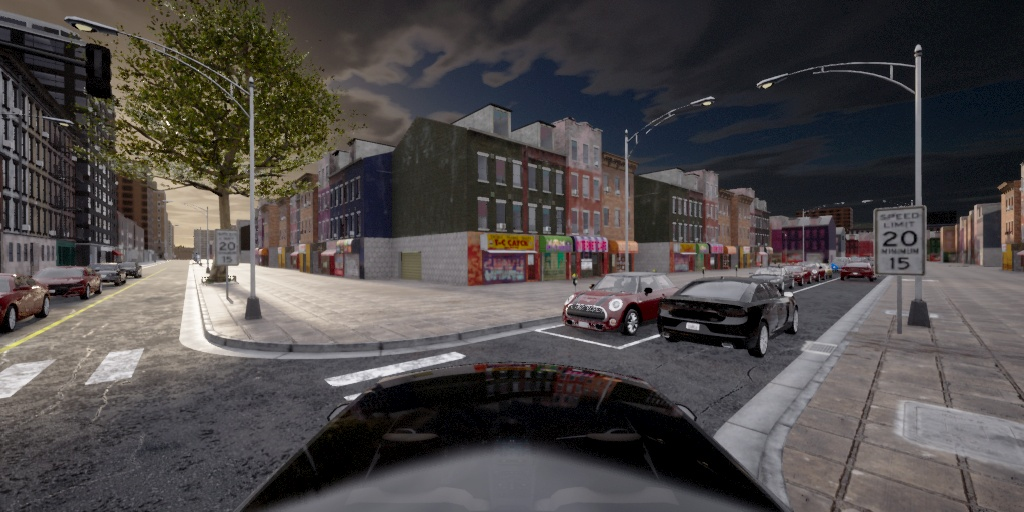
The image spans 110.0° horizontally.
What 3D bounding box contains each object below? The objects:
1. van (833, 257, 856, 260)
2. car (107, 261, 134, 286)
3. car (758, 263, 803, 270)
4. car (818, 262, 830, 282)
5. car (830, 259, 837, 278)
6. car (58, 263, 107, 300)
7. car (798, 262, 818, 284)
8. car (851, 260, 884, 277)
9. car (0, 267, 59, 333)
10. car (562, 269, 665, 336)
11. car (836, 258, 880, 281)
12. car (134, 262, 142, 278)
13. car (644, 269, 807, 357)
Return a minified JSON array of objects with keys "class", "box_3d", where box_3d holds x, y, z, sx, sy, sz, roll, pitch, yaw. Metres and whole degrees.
[{"class":"van","box_3d":[39.613,1.070,43.075,3.998,1.789,1.690,0,0,-42]},{"class":"car","box_3d":[-27.948,1.234,24.557,2.128,1.511,4.902,0,0,-42]},{"class":"car","box_3d":[15.389,1.292,21.254,4.403,1.370,2.007,0,0,-42]},{"class":"car","box_3d":[23.464,1.175,28.527,4.097,1.591,1.967,0,0,-42]},{"class":"car","box_3d":[27.375,1.258,32.051,4.829,1.417,1.751,0,0,-42]},{"class":"car","box_3d":[-21.258,1.226,17.079,1.882,1.535,5.008,0,0,-42]},{"class":"car","box_3d":[19.426,1.283,24.891,4.507,1.381,1.888,0,0,-42]},{"class":"car","box_3d":[35.987,1.218,36.251,4.902,1.511,2.128,0,0,-42]},{"class":"car","box_3d":[-14.921,1.235,10.016,1.882,1.535,5.008,0,0,-42]},{"class":"car","box_3d":[3.277,1.194,10.344,4.097,1.591,1.967,0,0,-42]},{"class":"car","box_3d":[28.473,1.207,29.420,5.008,1.535,1.882,0,0,-41]},{"class":"car","box_3d":[-34.864,1.243,32.340,1.837,1.490,4.892,0,0,-41]},{"class":"car","box_3d":[5.390,1.228,8.698,5.008,1.535,1.882,0,0,-42]}]
